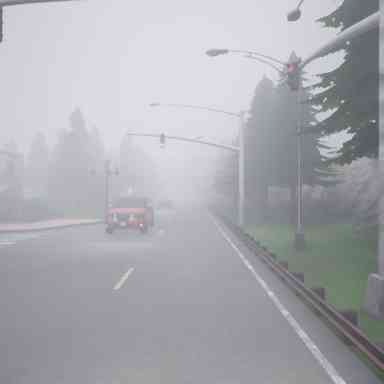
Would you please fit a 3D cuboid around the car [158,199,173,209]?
[{"bbox_3d":[-3.572,1.537,44.204,1.895,1.301,4.718,0,0,0],"label":"car"}]

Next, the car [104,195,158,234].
[{"bbox_3d":[-3.542,1.249,19.841,2.150,2.045,5.566,0,1,0],"label":"car"}]
